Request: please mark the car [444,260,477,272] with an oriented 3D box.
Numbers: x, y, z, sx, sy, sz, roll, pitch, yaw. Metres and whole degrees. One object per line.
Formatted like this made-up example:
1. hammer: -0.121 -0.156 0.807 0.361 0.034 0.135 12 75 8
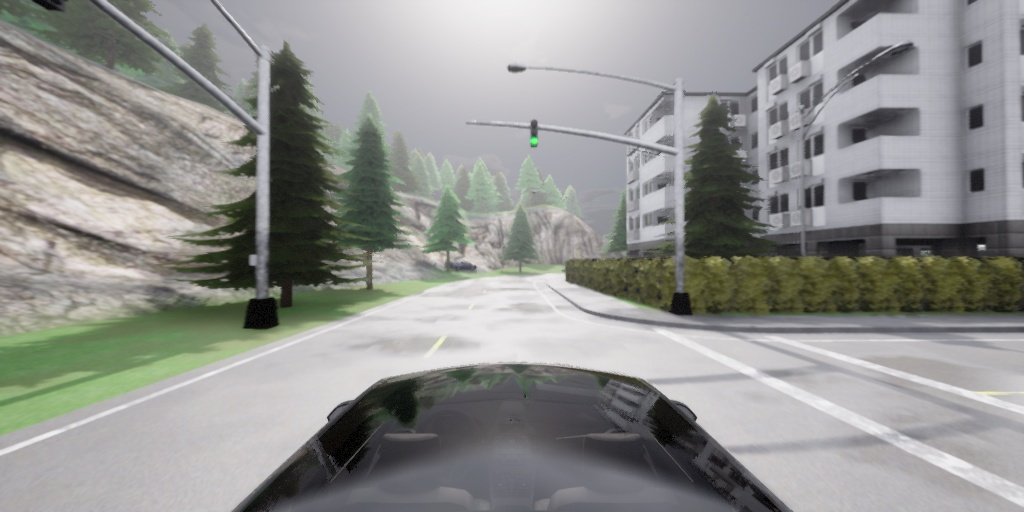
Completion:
1. car: -6.487 1.198 45.553 1.895 1.301 4.718 14 5 29
